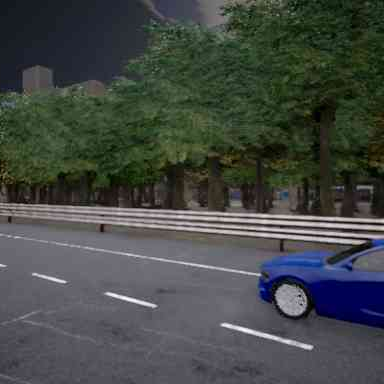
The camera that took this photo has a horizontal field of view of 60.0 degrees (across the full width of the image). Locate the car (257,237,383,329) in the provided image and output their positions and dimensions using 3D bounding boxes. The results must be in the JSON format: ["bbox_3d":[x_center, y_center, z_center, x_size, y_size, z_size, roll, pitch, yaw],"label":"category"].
[{"bbox_3d":[3.572,1.496,5.621,5.008,1.535,1.882,0,0,36],"label":"car"}]
